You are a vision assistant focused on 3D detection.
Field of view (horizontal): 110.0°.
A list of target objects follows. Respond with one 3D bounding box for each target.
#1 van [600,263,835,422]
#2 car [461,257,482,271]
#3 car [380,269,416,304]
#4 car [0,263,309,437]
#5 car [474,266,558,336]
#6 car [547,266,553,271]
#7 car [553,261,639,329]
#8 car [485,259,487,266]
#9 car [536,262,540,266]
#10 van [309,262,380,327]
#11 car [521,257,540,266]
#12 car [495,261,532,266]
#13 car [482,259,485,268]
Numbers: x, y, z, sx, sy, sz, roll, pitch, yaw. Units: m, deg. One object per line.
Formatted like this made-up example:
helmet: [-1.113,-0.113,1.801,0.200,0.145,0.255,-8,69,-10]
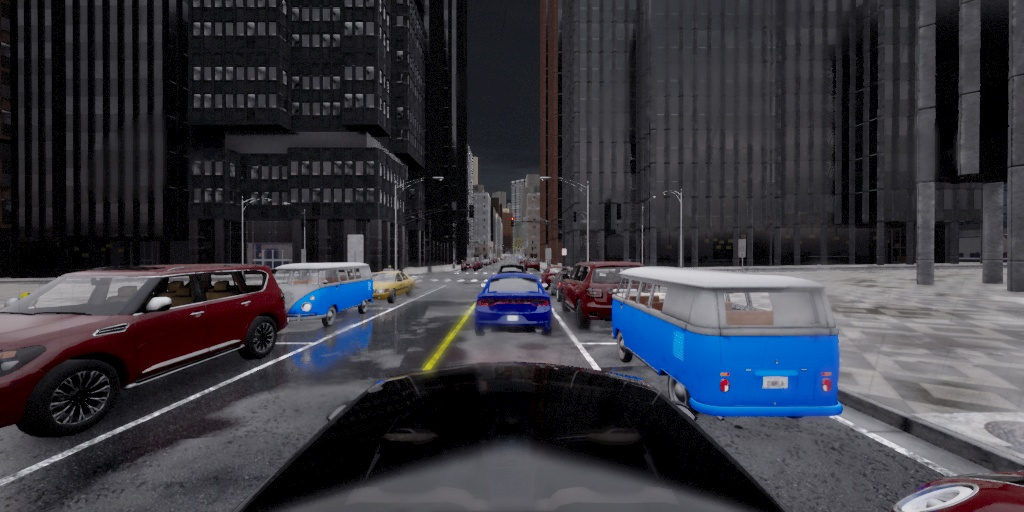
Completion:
van: [2.767,1.090,5.612,1.690,1.789,3.998,0,0,0]
car: [-5.762,1.084,49.239,2.192,1.841,5.009,0,0,0]
car: [-5.763,1.276,16.505,1.751,1.417,4.829,0,0,0]
car: [-5.765,1.064,5.626,2.192,1.841,5.009,0,0,0]
car: [0.059,1.228,10.426,1.882,1.535,5.008,0,0,1]
car: [2.764,1.301,16.663,2.007,1.370,4.403,0,0,0]
car: [2.766,1.064,11.138,2.192,1.841,5.009,0,0,0]
car: [-5.762,1.348,60.525,1.948,1.339,4.313,0,0,0]
car: [2.763,1.297,22.189,1.888,1.381,4.507,0,0,0]
van: [-5.764,1.091,11.151,1.690,1.789,3.998,0,0,0]
car: [2.763,1.084,49.229,2.192,1.841,5.009,0,0,0]
car: [0.001,1.257,20.797,1.837,1.490,4.892,0,0,0]
car: [-5.762,1.090,54.882,2.192,1.841,5.009,0,0,0]
